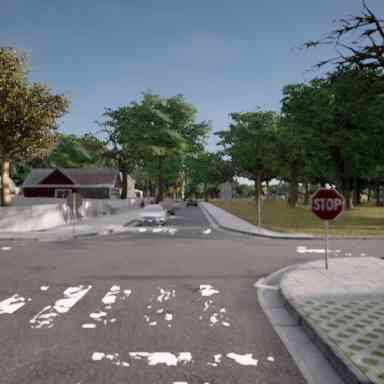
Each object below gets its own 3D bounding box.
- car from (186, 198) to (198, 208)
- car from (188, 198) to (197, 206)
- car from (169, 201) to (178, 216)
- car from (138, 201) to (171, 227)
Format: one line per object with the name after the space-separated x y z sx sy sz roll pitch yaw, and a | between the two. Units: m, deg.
0.028 1.924 57.747 1.837 1.490 4.892 0 -1 0 | car
0.038 2.044 68.169 1.812 1.442 4.674 0 -1 0 | car
-2.830 1.729 36.070 1.837 1.490 4.892 0 -1 0 | car
-2.793 1.660 24.303 1.812 1.442 4.674 0 -1 -1 | car
